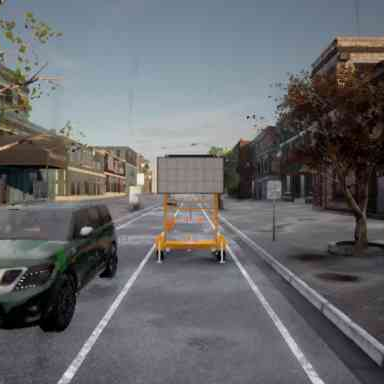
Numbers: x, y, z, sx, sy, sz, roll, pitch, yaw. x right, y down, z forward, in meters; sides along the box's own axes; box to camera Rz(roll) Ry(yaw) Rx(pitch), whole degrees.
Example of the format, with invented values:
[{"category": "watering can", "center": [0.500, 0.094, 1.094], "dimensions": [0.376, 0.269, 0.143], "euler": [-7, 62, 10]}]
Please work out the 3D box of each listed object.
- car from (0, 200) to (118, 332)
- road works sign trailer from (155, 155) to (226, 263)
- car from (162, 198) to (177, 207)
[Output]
[{"category": "car", "center": [-3.127, 1.224, 7.196], "dimensions": [2.150, 2.045, 5.566], "euler": [0, 0, 0]}, {"category": "road works sign trailer", "center": [-0.046, 0.469, 11.962], "dimensions": [2.380, 3.560, 2.880], "euler": [0, 0, 0]}, {"category": "car", "center": [-3.292, 1.554, 49.529], "dimensions": [1.994, 1.385, 4.181], "euler": [0, 0, 0]}]
